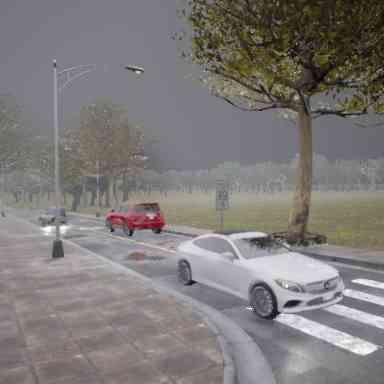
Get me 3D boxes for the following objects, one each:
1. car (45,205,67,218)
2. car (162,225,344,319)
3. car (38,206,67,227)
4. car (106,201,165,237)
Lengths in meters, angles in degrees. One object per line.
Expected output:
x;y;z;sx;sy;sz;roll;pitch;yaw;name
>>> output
-18.433;2.567;44.841;1.882;1.535;5.008;-1;-1;-32;car
1.228;1.673;7.994;1.812;1.442;4.674;-1;-1;-32;car
-12.744;2.318;30.262;1.994;1.385;4.181;-1;-1;-32;car
-3.775;1.649;21.496;2.150;2.045;5.566;-1;-1;-32;car
